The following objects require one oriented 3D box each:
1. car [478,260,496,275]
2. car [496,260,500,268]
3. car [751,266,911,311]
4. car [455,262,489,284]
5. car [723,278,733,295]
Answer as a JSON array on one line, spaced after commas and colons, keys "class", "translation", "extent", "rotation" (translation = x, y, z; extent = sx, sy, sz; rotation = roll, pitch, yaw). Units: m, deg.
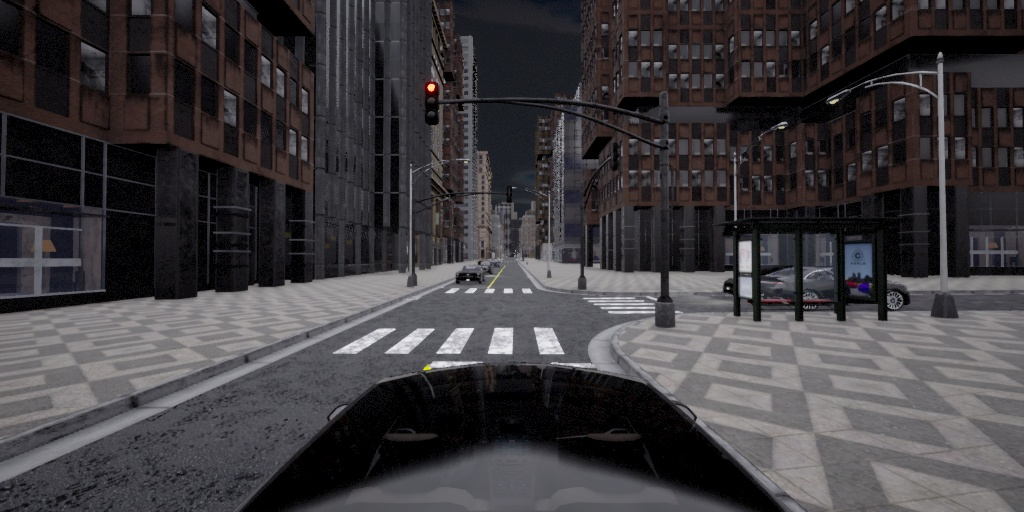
[{"class": "car", "translation": [-3.050, 1.265, 39.221], "extent": [1.837, 1.490, 4.892], "rotation": [0, 0, 0]}, {"class": "car", "translation": [-2.938, 1.313, 60.828], "extent": [2.033, 1.411, 5.357], "rotation": [0, 0, 0]}, {"class": "car", "translation": [11.518, 1.145, 13.103], "extent": [4.902, 1.511, 2.128], "rotation": [0, -1, 0]}, {"class": "car", "translation": [-3.067, 1.357, 27.181], "extent": [1.895, 1.301, 4.718], "rotation": [0, 0, 0]}, {"class": "car", "translation": [12.205, 1.195, 16.174], "extent": [4.892, 1.490, 1.837], "rotation": [-1, -1, 2]}]
